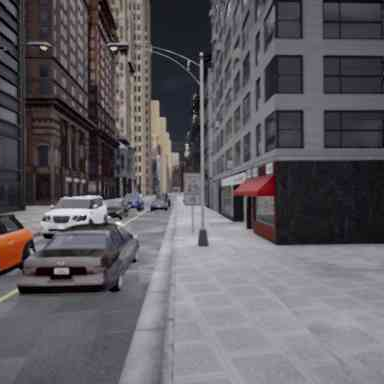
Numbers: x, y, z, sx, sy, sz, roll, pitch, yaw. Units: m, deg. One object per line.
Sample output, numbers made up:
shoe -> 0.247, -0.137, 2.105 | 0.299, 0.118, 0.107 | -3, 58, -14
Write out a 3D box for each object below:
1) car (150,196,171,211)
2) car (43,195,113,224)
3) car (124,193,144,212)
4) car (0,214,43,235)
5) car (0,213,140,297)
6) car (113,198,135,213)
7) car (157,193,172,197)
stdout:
car -> -3.765, 1.501, 38.918 | 1.994, 1.385, 4.181 | 0, 0, -2
car -> -6.040, 1.224, 17.767 | 2.150, 2.045, 5.566 | 0, 0, -2
car -> -6.869, 1.185, 38.807 | 2.150, 2.045, 5.566 | 0, 0, -2
car -> -5.637, 1.371, 7.981 | 2.097, 1.767, 4.553 | 0, 0, -2
car -> -2.566, 1.538, 8.782 | 2.033, 1.411, 5.357 | 0, 0, -2
car -> -6.464, 1.532, 28.078 | 2.033, 1.411, 5.357 | 0, 0, -2
car -> -4.239, 1.136, 49.017 | 2.150, 2.045, 5.566 | 0, 0, -2
